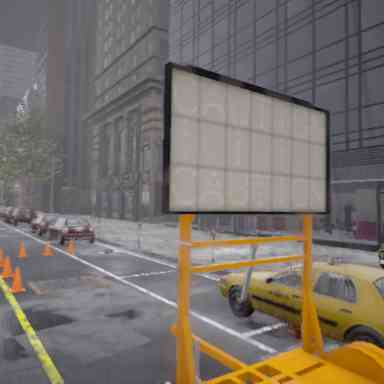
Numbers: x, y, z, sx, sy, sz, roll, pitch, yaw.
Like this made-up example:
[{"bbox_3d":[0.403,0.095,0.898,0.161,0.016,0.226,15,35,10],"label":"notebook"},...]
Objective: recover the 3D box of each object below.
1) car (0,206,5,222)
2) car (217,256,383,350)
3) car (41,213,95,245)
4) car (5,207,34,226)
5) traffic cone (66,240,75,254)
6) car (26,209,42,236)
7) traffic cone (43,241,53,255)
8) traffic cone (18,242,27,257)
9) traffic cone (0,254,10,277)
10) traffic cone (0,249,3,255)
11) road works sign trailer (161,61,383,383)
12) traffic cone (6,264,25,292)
[{"bbox_3d":[-20.269,2.588,38.093,2.192,1.841,5.009,3,-3,-35],"label":"car"},{"bbox_3d":[2.389,1.830,6.023,1.752,1.417,4.829,3,-3,-34],"label":"car"},{"bbox_3d":[-7.258,2.142,19.671,1.967,1.590,4.097,3,-3,-35],"label":"car"},{"bbox_3d":[-17.017,2.442,33.489,2.192,1.841,5.009,3,-3,-35],"label":"car"},{"bbox_3d":[-5.537,2.502,15.236,0.340,0.580,0.340,3,-3,-35],"label":"traffic cone"},{"bbox_3d":[-10.511,2.281,24.275,1.967,1.590,4.097,3,-3,-35],"label":"car"},{"bbox_3d":[-6.353,2.464,14.661,0.340,0.580,0.340,3,-3,-35],"label":"traffic cone"},{"bbox_3d":[-7.170,2.426,14.085,0.340,0.580,0.340,3,-3,-35],"label":"traffic cone"},{"bbox_3d":[-5.679,2.292,10.243,0.340,0.580,0.340,3,-3,-35],"label":"traffic cone"},{"bbox_3d":[-6.833,2.339,11.876,0.340,0.580,0.340,3,-3,-35],"label":"traffic cone"},{"bbox_3d":[0.580,0.640,3.690,2.380,3.560,2.880,3,-3,-35],"label":"road works sign trailer"},{"bbox_3d":[-4.525,2.245,8.610,0.340,0.580,0.340,3,-3,-35],"label":"traffic cone"}]
